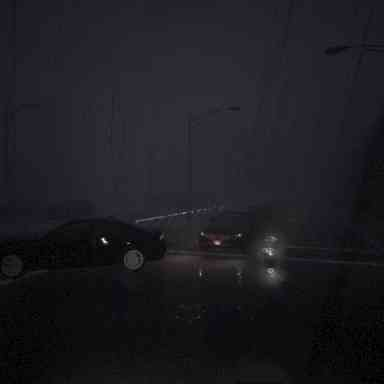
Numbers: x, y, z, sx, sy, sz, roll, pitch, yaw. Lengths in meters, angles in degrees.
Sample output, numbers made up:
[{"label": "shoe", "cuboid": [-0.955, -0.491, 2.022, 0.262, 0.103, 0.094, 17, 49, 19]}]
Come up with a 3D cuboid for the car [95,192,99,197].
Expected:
[{"label": "car", "cuboid": [-21.647, 1.300, 68.006, 3.806, 1.475, 1.970, 0, 0, 19]}]

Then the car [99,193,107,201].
[{"label": "car", "cuboid": [-19.997, 1.016, 70.956, 3.866, 1.878, 1.905, 0, 0, 19]}]

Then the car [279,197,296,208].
[{"label": "car", "cuboid": [13.687, 1.470, 47.601, 2.128, 1.511, 4.902, 0, 0, 19]}]

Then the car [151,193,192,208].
[{"label": "car", "cuboid": [-2.836, 1.075, 41.738, 4.605, 1.855, 1.932, 0, 0, 19]}]

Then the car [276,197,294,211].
[{"label": "car", "cuboid": [11.790, 1.485, 42.030, 1.837, 1.490, 4.892, 0, 0, 19]}]

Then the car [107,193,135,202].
[{"label": "car", "cuboid": [-13.608, 1.047, 65.308, 4.605, 1.855, 1.932, 0, 0, 19]}]

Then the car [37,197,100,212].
[{"label": "car", "cuboid": [-8.957, 1.356, 24.191, 3.633, 1.501, 1.845, 0, 0, 19]}]

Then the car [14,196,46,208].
[{"label": "car", "cuboid": [-21.560, 1.274, 44.300, 3.633, 1.501, 1.845, 0, 0, 19]}]

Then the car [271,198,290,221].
[{"label": "car", "cuboid": [5.951, 1.476, 24.889, 2.128, 1.511, 4.902, 0, 0, 19]}]

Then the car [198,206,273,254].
[{"label": "car", "cuboid": [1.862, 1.514, 13.846, 1.812, 1.442, 4.674, 0, 0, 25]}]

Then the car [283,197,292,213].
[{"label": "car", "cuboid": [7.845, 1.488, 30.447, 1.837, 1.490, 4.892, 0, 0, 19]}]

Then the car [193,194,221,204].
[{"label": "car", "cuboid": [1.835, 1.127, 56.732, 5.027, 1.636, 2.152, 0, 0, 19]}]

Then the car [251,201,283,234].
[{"label": "car", "cuboid": [4.024, 1.490, 19.248, 1.837, 1.490, 4.892, 0, 0, 19]}]

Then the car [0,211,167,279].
[{"label": "car", "cuboid": [-3.258, 1.475, 9.836, 5.008, 1.535, 1.882, 0, 0, -15]}]

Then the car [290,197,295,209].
[{"label": "car", "cuboid": [9.902, 1.545, 36.480, 1.994, 1.385, 4.181, 0, 0, 19]}]

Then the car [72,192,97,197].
[{"label": "car", "cuboid": [-18.298, 1.250, 53.746, 4.514, 1.523, 2.007, 0, 0, 19]}]

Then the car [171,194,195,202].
[{"label": "car", "cuboid": [-1.894, 1.259, 68.651, 4.514, 1.523, 2.007, 0, 0, 19]}]

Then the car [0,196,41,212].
[{"label": "car", "cuboid": [-15.021, 1.356, 29.404, 3.806, 1.475, 1.970, 0, 0, 19]}]
